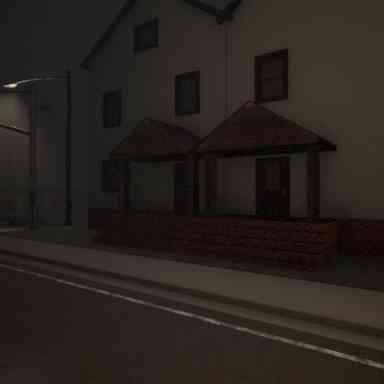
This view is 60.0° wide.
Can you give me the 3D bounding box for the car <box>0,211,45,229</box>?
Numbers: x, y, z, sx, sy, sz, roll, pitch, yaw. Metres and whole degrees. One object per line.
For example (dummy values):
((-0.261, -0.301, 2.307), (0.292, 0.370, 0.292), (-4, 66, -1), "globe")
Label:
((-15.586, 2.488, 29.647), (2.128, 1.511, 4.902), (0, -9, 36), "car")
